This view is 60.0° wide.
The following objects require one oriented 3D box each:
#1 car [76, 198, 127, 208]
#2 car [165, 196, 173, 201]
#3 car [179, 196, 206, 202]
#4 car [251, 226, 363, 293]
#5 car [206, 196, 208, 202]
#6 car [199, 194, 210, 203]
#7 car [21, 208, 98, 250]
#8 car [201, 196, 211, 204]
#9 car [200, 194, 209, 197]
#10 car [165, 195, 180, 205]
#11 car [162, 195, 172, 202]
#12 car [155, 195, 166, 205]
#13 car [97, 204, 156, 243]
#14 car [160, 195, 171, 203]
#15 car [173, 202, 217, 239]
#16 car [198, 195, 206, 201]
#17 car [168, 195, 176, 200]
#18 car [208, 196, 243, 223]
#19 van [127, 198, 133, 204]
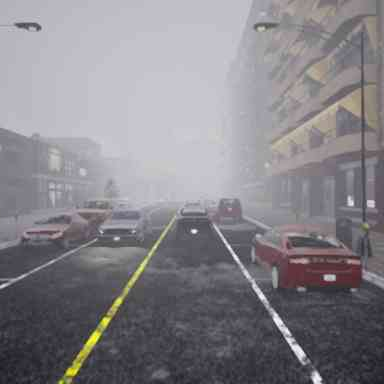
[{"bbox_3d":[-5.660,1.312,20.055,2.192,1.841,5.009,1,0,0],"label":"car"},{"bbox_3d":[-5.651,1.588,82.610,1.802,1.307,4.206,1,0,0],"label":"car"},{"bbox_3d":[0.098,1.487,34.572,2.128,1.511,4.902,0,0,0],"label":"car"},{"bbox_3d":[2.703,1.543,8.743,1.887,1.381,4.507,1,0,0],"label":"car"},{"bbox_3d":[2.703,1.436,31.489,1.967,1.590,4.097,1,0,0],"label":"car"},{"bbox_3d":[2.701,1.317,71.296,2.192,1.841,5.009,1,0,0],"label":"car"},{"bbox_3d":[-5.686,1.579,14.368,1.802,1.307,4.206,1,0,0],"label":"car"},{"bbox_3d":[2.698,1.526,65.778,1.752,1.417,4.829,1,0,0],"label":"car"},{"bbox_3d":[2.698,1.550,59.922,2.008,1.369,4.403,1,0,0],"label":"car"},{"bbox_3d":[-3.044,1.546,58.256,2.033,1.411,5.357,0,0,1],"label":"car"},{"bbox_3d":[-5.648,1.444,76.924,1.967,1.590,4.097,1,0,0],"label":"car"},{"bbox_3d":[-5.648,1.524,59.693,1.752,1.417,4.829,1,0,0],"label":"car"},{"bbox_3d":[-3.102,1.544,16.390,2.033,1.411,5.357,0,0,0],"label":"car"},{"bbox_3d":[-5.647,1.442,71.236,1.967,1.590,4.097,1,0,0],"label":"car"},{"bbox_3d":[0.098,1.502,17.314,1.837,1.490,4.892,0,0,0],"label":"car"},{"bbox_3d":[2.696,1.575,88.355,1.947,1.339,4.313,1,0,0],"label":"car"},{"bbox_3d":[-5.652,1.578,93.983,1.947,1.339,4.313,1,0,0],"label":"car"},{"bbox_3d":[2.706,1.311,25.802,2.192,1.841,5.009,1,0,0],"label":"car"},{"bbox_3d":[-5.645,1.337,25.742,1.690,1.788,3.998,1,0,0],"label":"van"}]
